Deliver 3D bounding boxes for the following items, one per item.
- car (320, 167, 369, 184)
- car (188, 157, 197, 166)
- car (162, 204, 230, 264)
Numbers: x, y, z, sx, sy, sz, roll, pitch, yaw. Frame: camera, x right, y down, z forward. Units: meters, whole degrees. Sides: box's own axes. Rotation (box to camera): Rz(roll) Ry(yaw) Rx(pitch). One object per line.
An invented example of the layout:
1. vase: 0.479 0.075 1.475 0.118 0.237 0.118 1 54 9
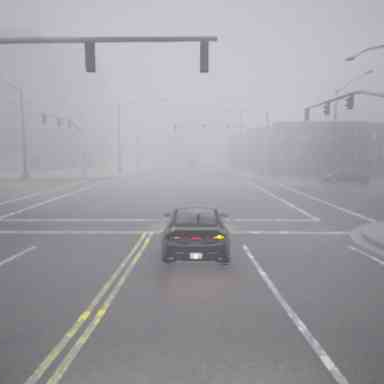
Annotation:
1. car: 15.608 -1.787 34.191 4.553 1.767 2.097 0 7 0
2. car: 0.119 -6.490 74.137 2.033 1.411 5.357 0 7 0
3. car: 0.122 1.139 10.573 1.837 1.490 4.892 0 4 1
